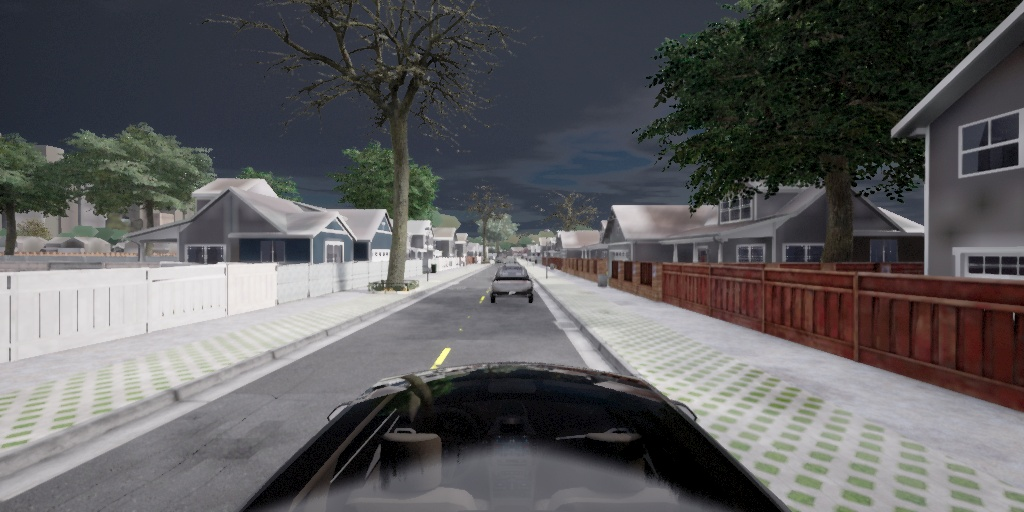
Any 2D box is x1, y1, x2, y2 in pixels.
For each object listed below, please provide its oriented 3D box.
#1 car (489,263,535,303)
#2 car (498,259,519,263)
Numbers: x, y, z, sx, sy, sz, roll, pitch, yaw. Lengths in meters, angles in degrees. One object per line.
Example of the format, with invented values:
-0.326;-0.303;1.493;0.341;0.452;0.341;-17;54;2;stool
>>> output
0.000;1.241;16.500;2.128;1.511;4.902;0;0;0;car
0.000;1.255;31.500;1.837;1.490;4.892;0;0;0;car
